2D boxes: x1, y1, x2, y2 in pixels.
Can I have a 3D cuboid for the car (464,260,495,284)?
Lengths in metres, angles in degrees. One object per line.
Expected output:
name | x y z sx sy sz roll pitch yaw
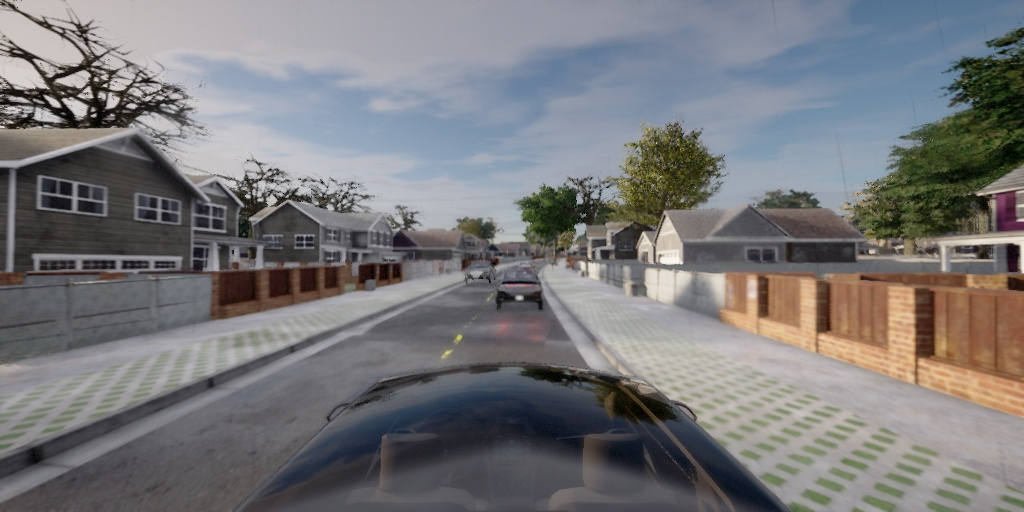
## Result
car | -2.151 1.018 25.269 2.128 1.511 4.902 0 0 3

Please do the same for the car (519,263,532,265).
car | 1.375 1.380 35.920 1.812 1.442 4.674 0 0 4

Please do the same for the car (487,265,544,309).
car | 0.343 1.296 15.261 2.128 1.511 4.902 0 0 2
